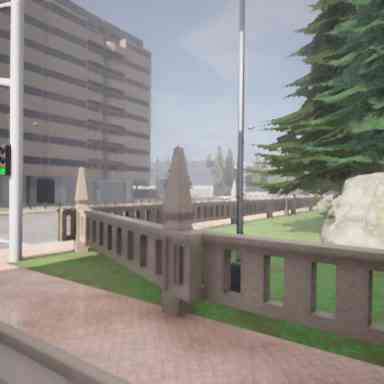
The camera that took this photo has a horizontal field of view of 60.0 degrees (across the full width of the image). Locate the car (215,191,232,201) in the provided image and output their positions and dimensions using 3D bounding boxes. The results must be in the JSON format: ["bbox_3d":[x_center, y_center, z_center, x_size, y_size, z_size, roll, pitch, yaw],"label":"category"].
[{"bbox_3d":[5.399,0.947,46.113,2.150,2.045,5.566,1,0,35],"label":"car"}]
